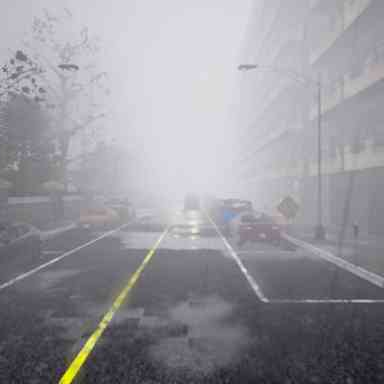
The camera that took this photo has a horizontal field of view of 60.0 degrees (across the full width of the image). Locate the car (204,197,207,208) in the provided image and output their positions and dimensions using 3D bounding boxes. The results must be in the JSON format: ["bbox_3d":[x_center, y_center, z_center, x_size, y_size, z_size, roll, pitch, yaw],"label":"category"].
[{"bbox_3d":[2.694,1.543,37.444,2.008,1.369,4.403,0,0,0],"label":"car"}]

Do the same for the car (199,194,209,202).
[{"bbox_3d":[2.697,1.343,76.854,2.192,1.841,5.009,0,0,0],"label":"car"}]

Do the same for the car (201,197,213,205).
[{"bbox_3d":[2.695,1.551,59.964,1.887,1.381,4.507,0,0,0],"label":"car"}]

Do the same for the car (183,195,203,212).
[{"bbox_3d":[0.002,1.471,38.009,1.882,1.535,5.008,0,0,0],"label":"car"}]

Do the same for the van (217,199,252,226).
[{"bbox_3d":[2.694,1.332,20.553,1.690,1.788,3.998,0,0,0],"label":"van"}]

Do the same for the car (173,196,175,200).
[{"bbox_3d":[-5.683,1.584,93.576,1.752,1.417,4.829,0,0,0],"label":"car"}]

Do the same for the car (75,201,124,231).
[{"bbox_3d":[-5.686,1.517,20.384,1.752,1.417,4.829,0,0,0],"label":"car"}]

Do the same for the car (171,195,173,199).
[{"bbox_3d":[-5.684,1.571,71.224,2.008,1.369,4.403,0,0,0],"label":"car"}]

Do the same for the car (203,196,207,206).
[{"bbox_3d":[2.695,1.539,43.074,1.887,1.381,4.507,0,0,0],"label":"car"}]

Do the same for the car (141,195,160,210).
[{"bbox_3d":[-5.685,1.435,43.075,1.967,1.590,4.097,0,0,0],"label":"car"}]

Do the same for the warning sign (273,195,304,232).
[{"bbox_3d":[5.066,1.106,17.566,1.300,1.860,1.060,0,0,0],"label":"warning sign"}]

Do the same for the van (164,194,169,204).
[{"bbox_3d":[-5.685,1.348,59.965,1.690,1.788,3.998,0,0,0],"label":"van"}]

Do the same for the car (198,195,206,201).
[{"bbox_3d":[2.697,1.488,88.114,1.967,1.590,4.097,0,0,0],"label":"car"}]

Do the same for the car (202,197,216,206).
[{"bbox_3d":[2.695,1.552,54.334,2.008,1.369,4.403,0,0,0],"label":"car"}]

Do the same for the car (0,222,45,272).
[{"bbox_3d":[-5.687,1.561,9.293,1.947,1.339,4.313,0,0,0],"label":"car"}]

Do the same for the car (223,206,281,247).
[{"bbox_3d":[2.693,1.537,14.922,1.887,1.381,4.507,0,0,0],"label":"car"}]

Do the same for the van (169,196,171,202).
[{"bbox_3d":[-5.684,1.354,65.594,1.690,1.788,3.998,0,0,0],"label":"van"}]

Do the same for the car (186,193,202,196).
[{"bbox_3d":[0.005,1.220,48.597,2.150,2.045,5.566,0,0,0],"label":"car"}]

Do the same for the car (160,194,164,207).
[{"bbox_3d":[-5.684,1.438,48.704,1.967,1.590,4.097,0,0,0],"label":"car"}]

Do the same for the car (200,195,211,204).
[{"bbox_3d":[2.696,1.452,65.594,1.967,1.590,4.097,0,0,0],"label":"car"}]

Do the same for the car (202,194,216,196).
[{"bbox_3d":[2.696,1.313,48.704,2.192,1.841,5.009,0,0,0],"label":"car"}]

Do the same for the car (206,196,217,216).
[{"bbox_3d":[2.695,1.431,31.814,1.967,1.590,4.097,0,0,0],"label":"car"}]

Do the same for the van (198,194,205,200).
[{"bbox_3d":[2.698,1.399,93.746,1.690,1.788,3.998,0,0,0],"label":"van"}]

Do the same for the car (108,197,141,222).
[{"bbox_3d":[-5.686,1.306,26.184,2.192,1.841,5.009,0,0,0],"label":"car"}]
